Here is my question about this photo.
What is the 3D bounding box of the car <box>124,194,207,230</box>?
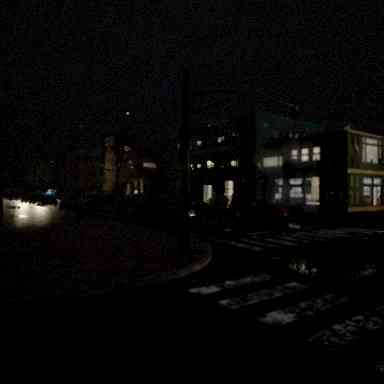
[{"bbox_3d":[-1.711,1.079,19.411,2.192,1.841,5.009,1,0,-36],"label":"car"}]

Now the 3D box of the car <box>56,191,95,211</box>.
[{"bbox_3d":[-11.563,0.998,32.822,1.967,1.590,4.097,1,0,-36],"label":"car"}]

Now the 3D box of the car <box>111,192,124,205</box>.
[{"bbox_3d":[-8.093,1.061,42.253,2.008,1.369,4.403,1,0,-36],"label":"car"}]

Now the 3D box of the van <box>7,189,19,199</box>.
[{"bbox_3d":[-34.541,0.383,64.113,1.690,1.788,3.998,1,0,-36],"label":"van"}]

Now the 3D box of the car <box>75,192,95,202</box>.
[{"bbox_3d":[-18.043,0.816,55.802,1.752,1.417,4.829,1,0,-36],"label":"car"}]

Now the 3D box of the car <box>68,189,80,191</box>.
[{"bbox_3d":[-18.194,0.549,51.611,2.150,2.045,5.566,0,1,-36],"label":"car"}]

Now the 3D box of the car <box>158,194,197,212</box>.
[{"bbox_3d":[-1.526,1.090,33.313,1.967,1.590,4.097,1,0,-36],"label":"car"}]

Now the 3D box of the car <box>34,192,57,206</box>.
[{"bbox_3d":[-18.131,0.998,41.761,1.802,1.307,4.206,1,0,-36],"label":"car"}]

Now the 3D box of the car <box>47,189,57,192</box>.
[{"bbox_3d":[-24.329,0.735,59.964,2.033,1.411,5.357,0,1,-36],"label":"car"}]

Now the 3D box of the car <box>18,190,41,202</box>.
[{"bbox_3d":[-24.696,0.815,50.703,1.887,1.381,4.507,1,0,-36],"label":"car"}]

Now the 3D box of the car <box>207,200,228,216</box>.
[{"bbox_3d":[1.755,1.300,28.841,1.802,1.307,4.206,1,0,-36],"label":"car"}]

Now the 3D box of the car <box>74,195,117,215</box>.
[{"bbox_3d":[-8.283,1.209,28.352,1.802,1.307,4.206,1,0,-36],"label":"car"}]

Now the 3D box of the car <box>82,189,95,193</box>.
[{"bbox_3d":[-14.655,0.682,51.194,2.192,1.841,5.009,1,0,-36],"label":"car"}]

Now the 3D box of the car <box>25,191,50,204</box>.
[{"bbox_3d":[-21.414,0.926,46.233,1.802,1.307,4.206,1,0,-36],"label":"car"}]

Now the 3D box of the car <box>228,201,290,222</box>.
[{"bbox_3d":[5.038,1.331,24.372,1.887,1.381,4.507,1,0,-36],"label":"car"}]

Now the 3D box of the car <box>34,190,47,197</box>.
[{"bbox_3d":[-37.637,0.270,82.483,1.967,1.590,4.097,1,0,-36],"label":"car"}]

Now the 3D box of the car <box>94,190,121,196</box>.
[{"bbox_3d":[-11.371,0.754,46.722,2.192,1.841,5.009,1,0,-36],"label":"car"}]
